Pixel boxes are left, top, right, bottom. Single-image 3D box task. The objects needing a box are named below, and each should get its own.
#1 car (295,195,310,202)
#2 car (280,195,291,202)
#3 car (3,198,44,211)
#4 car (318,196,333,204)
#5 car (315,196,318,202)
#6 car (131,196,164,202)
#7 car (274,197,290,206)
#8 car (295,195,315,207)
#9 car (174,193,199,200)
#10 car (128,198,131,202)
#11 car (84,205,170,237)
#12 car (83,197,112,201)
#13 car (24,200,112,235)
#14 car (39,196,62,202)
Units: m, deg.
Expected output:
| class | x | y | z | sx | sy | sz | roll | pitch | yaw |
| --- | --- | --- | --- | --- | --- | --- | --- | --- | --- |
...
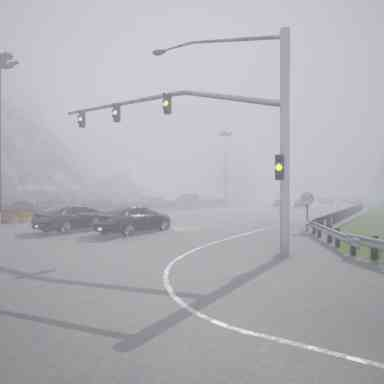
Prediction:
| class | x | y | z | sx | sy | sz | roll | pitch | yaw |
| --- | --- | --- | --- | --- | --- | --- | --- | --- | --- |
| car | 25.038 | 1.493 | 75.519 | 2.128 | 1.511 | 4.902 | 0 | 0 | 7 |
| car | 21.933 | 1.463 | 78.288 | 1.837 | 1.490 | 4.892 | 0 | 0 | 7 |
| car | -16.198 | 1.500 | 30.282 | 1.994 | 1.385 | 4.181 | 0 | 0 | 33 |
| car | 25.630 | 1.548 | 63.296 | 1.994 | 1.385 | 4.181 | 0 | 0 | 16 |
| car | 28.187 | 1.520 | 72.883 | 2.033 | 1.411 | 5.357 | 0 | 0 | 7 |
| car | -5.740 | 1.432 | 46.748 | 2.128 | 1.511 | 4.902 | 0 | 0 | 32 |
| car | 14.506 | 1.536 | 53.439 | 1.994 | 1.385 | 4.181 | 0 | 0 | 26 |
| car | 16.682 | 1.581 | 49.741 | 1.895 | 1.301 | 4.718 | 0 | 0 | 27 |
| car | -0.794 | 1.163 | 54.864 | 2.150 | 2.045 | 5.566 | 0 | 0 | 29 |
| car | -9.651 | 1.411 | 60.501 | 2.128 | 1.511 | 4.902 | 0 | 0 | 29 |
| car | -3.090 | 1.480 | 17.918 | 1.837 | 1.490 | 4.892 | 0 | 1 | 33 |
| car | -10.770 | 1.539 | 38.793 | 1.895 | 1.301 | 4.718 | 0 | 0 | 33 |
| car | -6.579 | 1.473 | 18.956 | 1.837 | 1.490 | 4.892 | 0 | 1 | 33 |
| car | -19.654 | 1.268 | 44.392 | 2.097 | 1.767 | 4.553 | 0 | 0 | 33 |
